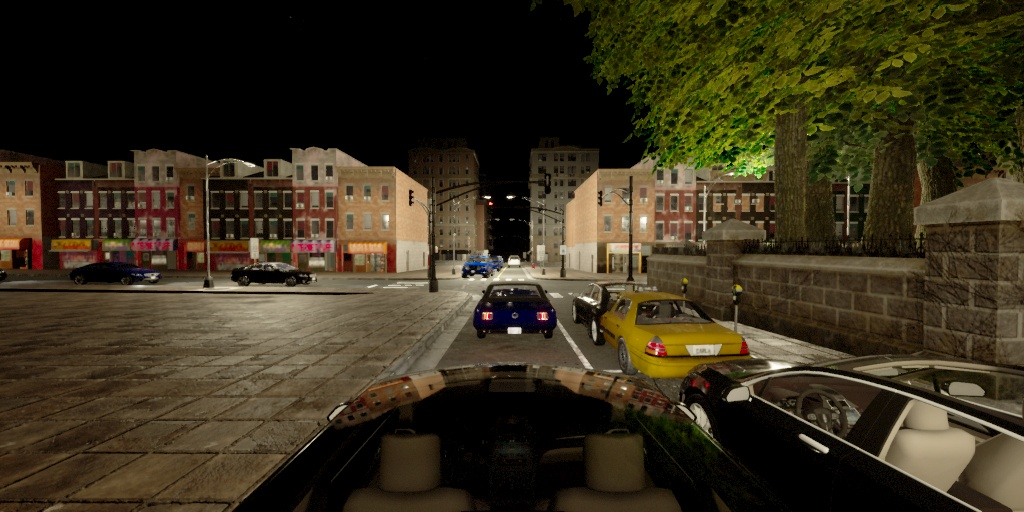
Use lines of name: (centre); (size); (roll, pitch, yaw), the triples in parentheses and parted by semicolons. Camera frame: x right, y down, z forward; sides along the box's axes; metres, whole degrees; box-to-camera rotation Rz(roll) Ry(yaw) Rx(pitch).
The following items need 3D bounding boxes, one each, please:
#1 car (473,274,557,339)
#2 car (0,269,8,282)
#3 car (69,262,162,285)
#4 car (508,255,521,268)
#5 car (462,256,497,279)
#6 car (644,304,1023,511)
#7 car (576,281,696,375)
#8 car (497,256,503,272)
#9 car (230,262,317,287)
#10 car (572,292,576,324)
car: (0.076, 1.348, 10.086); (1.895, 1.301, 4.718); (0, 0, 0)
car: (-35.272, 0.968, 22.805); (4.674, 1.442, 1.812); (1, 1, 1)
car: (-25.130, 1.082, 22.772); (4.674, 1.442, 1.812); (1, 1, 0)
car: (0.409, 1.006, 63.754); (2.150, 2.045, 5.566); (0, 0, 0)
car: (-3.005, 0.975, 32.679); (2.150, 2.045, 5.566); (0, 0, 5)
car: (2.637, 1.300, 2.146); (2.007, 1.370, 4.403); (0, 0, 0)
car: (2.687, 1.273, 7.307); (1.751, 1.417, 4.829); (0, 0, 0)
car: (-2.662, 0.990, 46.615); (2.150, 2.045, 5.566); (0, 0, 1)
car: (-15.025, 1.159, 22.748); (4.902, 1.511, 2.128); (1, 1, 0)
car: (2.662, 1.298, 9.281); (2.007, 1.370, 4.403); (0, 0, 0)
